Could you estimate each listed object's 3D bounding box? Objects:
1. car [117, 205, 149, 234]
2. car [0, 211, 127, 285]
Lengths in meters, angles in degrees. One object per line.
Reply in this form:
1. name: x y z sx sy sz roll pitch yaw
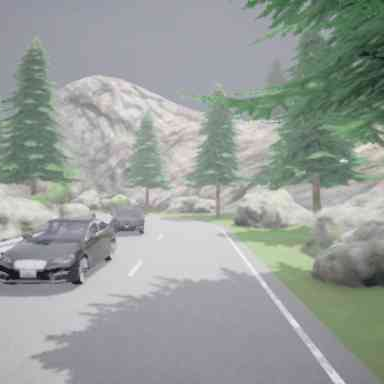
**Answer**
1. car: -3.714 1.593 19.906 1.837 1.490 4.892 0 0 -7
2. car: -3.539 1.527 9.690 2.128 1.511 4.902 0 0 1
